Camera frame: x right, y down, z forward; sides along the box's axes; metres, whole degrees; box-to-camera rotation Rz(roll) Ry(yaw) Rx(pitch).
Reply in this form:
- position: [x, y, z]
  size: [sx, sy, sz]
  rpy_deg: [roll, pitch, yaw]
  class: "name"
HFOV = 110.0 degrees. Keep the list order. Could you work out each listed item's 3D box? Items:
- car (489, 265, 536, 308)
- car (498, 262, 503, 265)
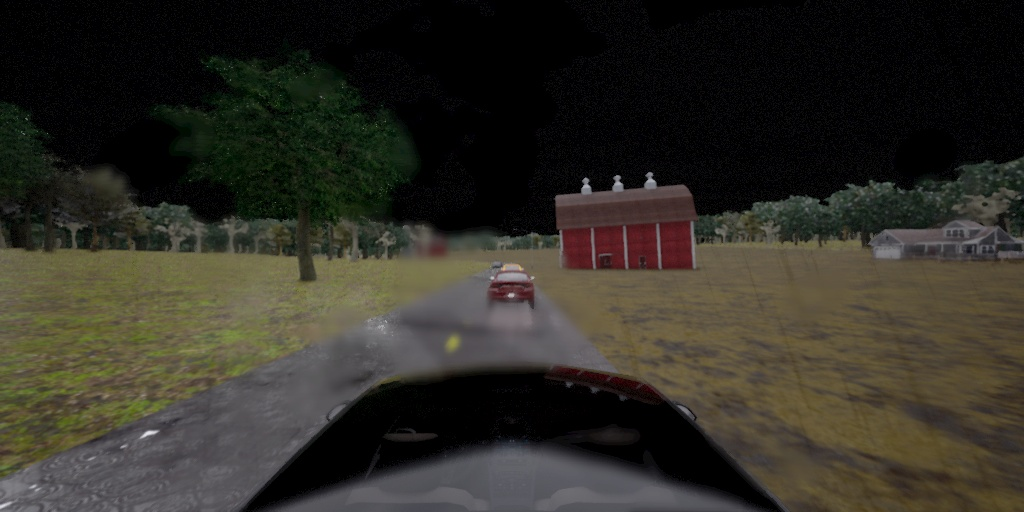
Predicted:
- position: [0.024, 1.356, 16.097]
  size: [1.882, 1.535, 5.008]
  rpy_deg: [0, 0, 0]
  class: "car"
- position: [0.025, 1.477, 31.091]
  size: [1.882, 1.535, 5.008]
  rpy_deg: [0, 0, 0]
  class: "car"
